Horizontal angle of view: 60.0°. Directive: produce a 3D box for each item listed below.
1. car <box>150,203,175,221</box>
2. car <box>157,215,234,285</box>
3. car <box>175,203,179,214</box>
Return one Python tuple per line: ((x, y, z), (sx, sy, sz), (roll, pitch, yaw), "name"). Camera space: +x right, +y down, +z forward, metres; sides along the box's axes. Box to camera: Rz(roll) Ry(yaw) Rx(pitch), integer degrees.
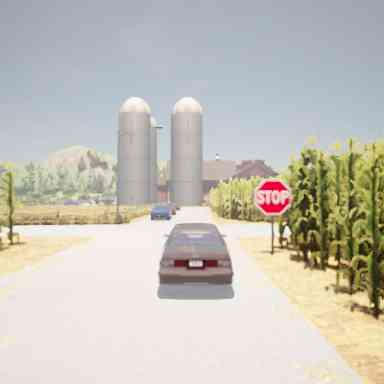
((-3.163, 2.107, 34.664), (1.882, 1.535, 5.008), (0, -1, 0), "car")
((0.090, 1.612, 9.682), (2.033, 1.411, 5.357), (0, -1, 0), "car")
((-3.149, 2.347, 45.139), (1.882, 1.535, 5.008), (0, -1, 0), "car")
